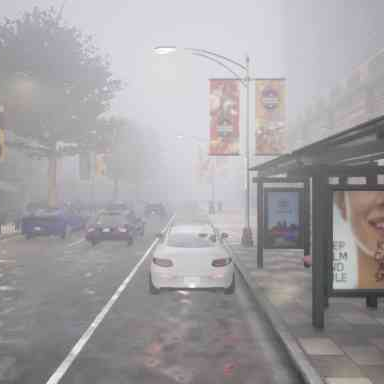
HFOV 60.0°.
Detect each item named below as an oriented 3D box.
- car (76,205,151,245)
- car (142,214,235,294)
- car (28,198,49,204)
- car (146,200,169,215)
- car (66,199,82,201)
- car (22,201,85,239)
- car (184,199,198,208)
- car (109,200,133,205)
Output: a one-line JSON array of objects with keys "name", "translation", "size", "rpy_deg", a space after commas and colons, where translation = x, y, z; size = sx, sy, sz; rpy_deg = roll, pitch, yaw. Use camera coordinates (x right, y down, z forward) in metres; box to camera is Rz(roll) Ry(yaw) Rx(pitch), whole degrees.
[{"name": "car", "translation": [-3.384, 1.548, 15.613], "size": [2.033, 1.411, 5.357], "rpy_deg": [0, 0, 0]}, {"name": "car", "translation": [0.003, 1.525, 8.650], "size": [1.812, 1.442, 4.674], "rpy_deg": [0, 0, 0]}, {"name": "car", "translation": [-18.416, 1.507, 40.641], "size": [1.837, 1.490, 4.892], "rpy_deg": [0, -1, 0]}, {"name": "car", "translation": [-3.378, 1.507, 31.580], "size": [1.837, 1.490, 4.892], "rpy_deg": [0, 1, 0]}, {"name": "car", "translation": [-14.907, 1.548, 41.596], "size": [2.033, 1.411, 5.357], "rpy_deg": [0, 0, 0]}, {"name": "car", "translation": [-6.872, 1.477, 17.325], "size": [1.882, 1.535, 5.008], "rpy_deg": [0, 0, 0]}, {"name": "car", "translation": [-0.146, 1.595, 47.903], "size": [1.895, 1.301, 4.718], "rpy_deg": [0, 0, 0]}, {"name": "car", "translation": [-6.872, 1.477, 32.319], "size": [1.882, 1.535, 5.008], "rpy_deg": [0, 0, 0]}]
